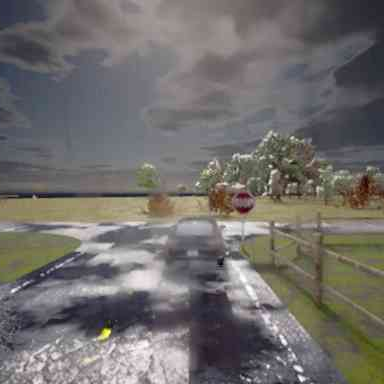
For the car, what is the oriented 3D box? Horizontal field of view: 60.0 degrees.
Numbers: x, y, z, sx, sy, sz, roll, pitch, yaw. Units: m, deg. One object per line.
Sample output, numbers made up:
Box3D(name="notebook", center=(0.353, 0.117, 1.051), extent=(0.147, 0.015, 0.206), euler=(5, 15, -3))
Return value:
Box3D(name="car", center=(0.200, 1.588, 11.710), extent=(1.812, 1.442, 4.674), euler=(0, 0, 4))
